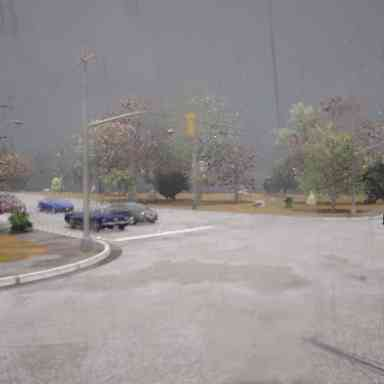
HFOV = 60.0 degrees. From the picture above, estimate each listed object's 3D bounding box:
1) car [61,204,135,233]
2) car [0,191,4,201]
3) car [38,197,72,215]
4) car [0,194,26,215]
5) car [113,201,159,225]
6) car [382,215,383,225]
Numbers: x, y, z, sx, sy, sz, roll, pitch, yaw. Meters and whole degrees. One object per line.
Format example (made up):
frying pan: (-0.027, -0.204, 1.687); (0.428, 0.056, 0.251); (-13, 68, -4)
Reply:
car: (-5.733, 1.591, 19.878); (4.718, 1.301, 1.895); (0, 1, 45)
car: (-28.644, 0.478, 47.256); (5.357, 1.411, 2.033); (3, 3, 44)
car: (-13.078, 1.232, 31.953); (5.008, 1.535, 1.882); (3, 3, 44)
car: (-17.289, 1.085, 31.170); (4.553, 1.767, 2.097); (2, 2, 44)
car: (-4.349, 1.443, 23.433); (4.892, 1.490, 1.837); (0, 1, 44)
car: (12.929, 1.308, 19.857); (1.994, 1.385, 4.181); (-1, 0, 45)
